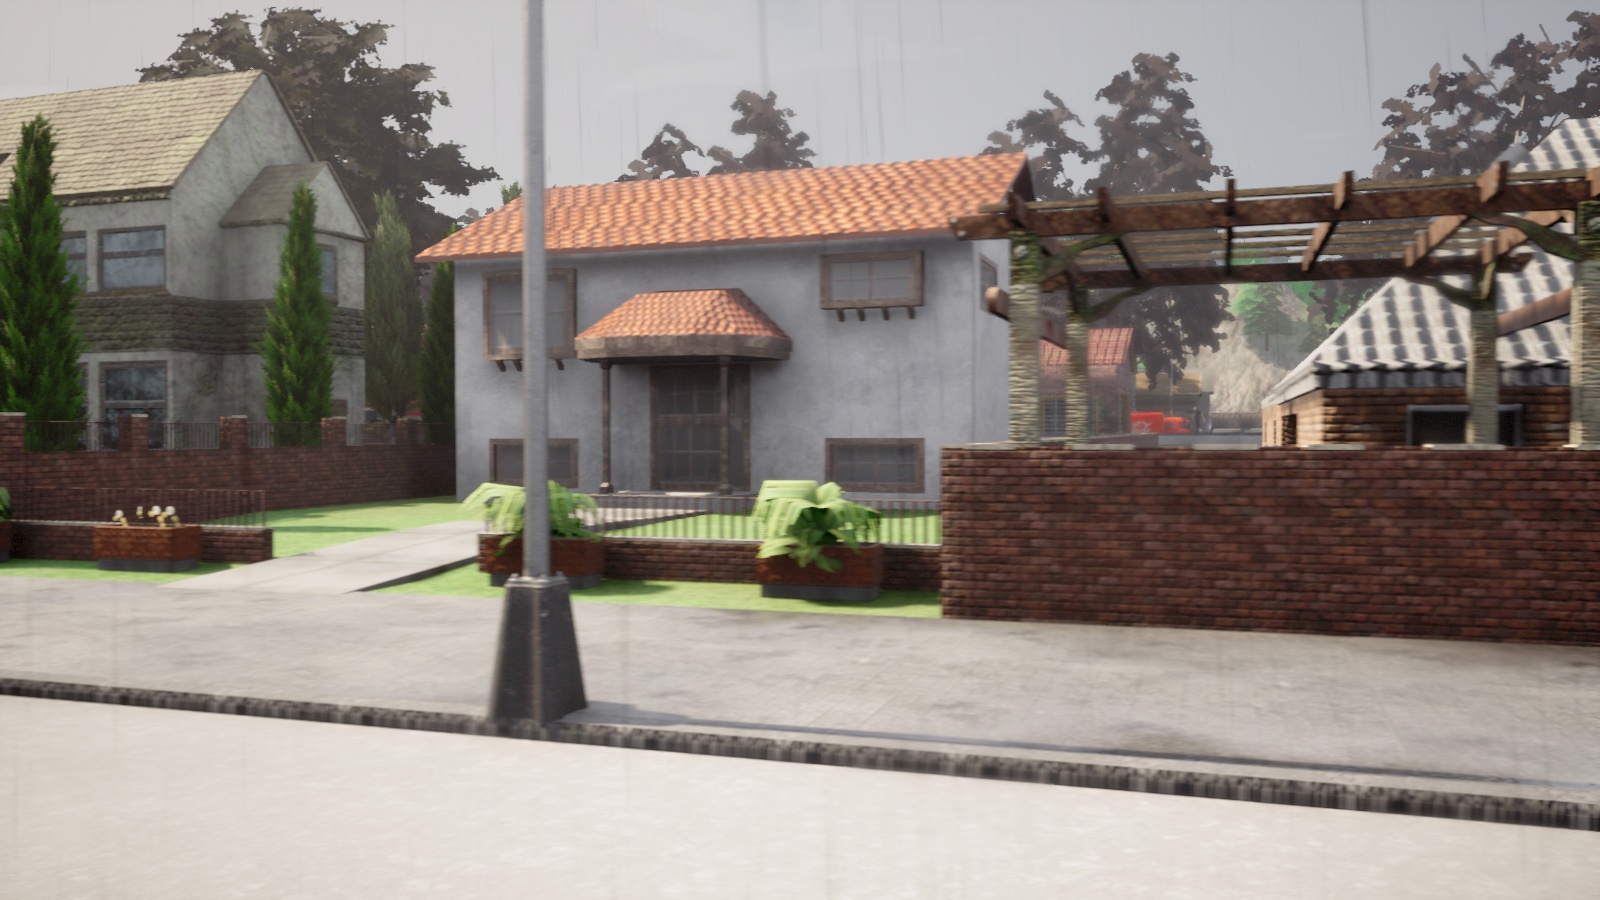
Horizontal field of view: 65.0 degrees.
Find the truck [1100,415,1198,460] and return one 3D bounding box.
[{"bbox_3d":[19.722,-0.722,70.936,5.204,2.467,2.627,1,1,19],"label":"truck"}]
